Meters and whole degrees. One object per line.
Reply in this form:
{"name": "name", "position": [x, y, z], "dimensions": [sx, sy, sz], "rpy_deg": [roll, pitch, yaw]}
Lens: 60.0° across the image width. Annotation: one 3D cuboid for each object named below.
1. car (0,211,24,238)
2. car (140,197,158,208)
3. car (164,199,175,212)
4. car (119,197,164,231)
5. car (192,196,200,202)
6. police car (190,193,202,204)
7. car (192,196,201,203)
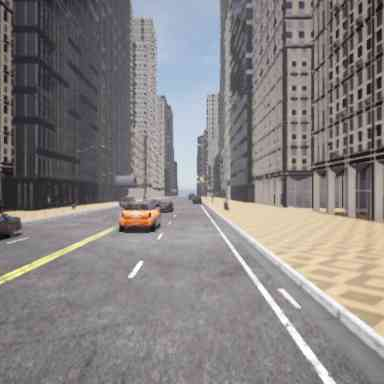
{"name": "car", "position": [-9.805, 1.559, 15.171], "dimensions": [2.033, 1.411, 5.357], "rpy_deg": [0, 0, 1]}
{"name": "car", "position": [-6.545, 1.578, 51.202], "dimensions": [2.128, 1.511, 4.902], "rpy_deg": [0, 0, 1]}
{"name": "car", "position": [-3.151, 1.552, 39.951], "dimensions": [2.128, 1.511, 4.902], "rpy_deg": [0, 0, 0]}
{"name": "car", "position": [-3.148, 1.371, 20.912], "dimensions": [2.097, 1.767, 4.553], "rpy_deg": [0, 0, 0]}
{"name": "car", "position": [0.981, 1.682, 80.959], "dimensions": [1.882, 1.535, 5.008], "rpy_deg": [0, 0, 0]}
{"name": "police car", "position": [0.980, 1.561, 65.069], "dimensions": [1.930, 1.638, 5.238], "rpy_deg": [0, 0, 0]}
{"name": "car", "position": [0.981, 1.634, 75.149], "dimensions": [1.801, 1.575, 5.366], "rpy_deg": [0, 0, 0]}
